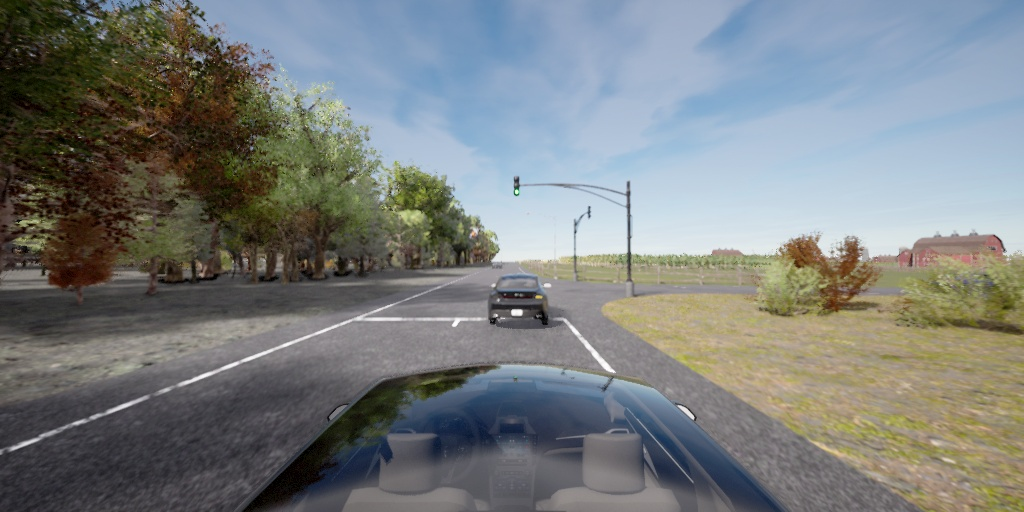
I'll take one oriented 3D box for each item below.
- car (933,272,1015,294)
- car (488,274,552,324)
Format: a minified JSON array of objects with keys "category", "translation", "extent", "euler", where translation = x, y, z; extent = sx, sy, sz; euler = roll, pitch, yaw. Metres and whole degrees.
[{"category":"car","translation":[32.280,1.867,24.971],"extent":[4.674,1.442,1.812],"euler":[1,-2,0]},{"category":"car","translation":[0.301,1.371,12.530],"extent":[1.837,1.490,4.892],"euler":[0,-1,4]}]
